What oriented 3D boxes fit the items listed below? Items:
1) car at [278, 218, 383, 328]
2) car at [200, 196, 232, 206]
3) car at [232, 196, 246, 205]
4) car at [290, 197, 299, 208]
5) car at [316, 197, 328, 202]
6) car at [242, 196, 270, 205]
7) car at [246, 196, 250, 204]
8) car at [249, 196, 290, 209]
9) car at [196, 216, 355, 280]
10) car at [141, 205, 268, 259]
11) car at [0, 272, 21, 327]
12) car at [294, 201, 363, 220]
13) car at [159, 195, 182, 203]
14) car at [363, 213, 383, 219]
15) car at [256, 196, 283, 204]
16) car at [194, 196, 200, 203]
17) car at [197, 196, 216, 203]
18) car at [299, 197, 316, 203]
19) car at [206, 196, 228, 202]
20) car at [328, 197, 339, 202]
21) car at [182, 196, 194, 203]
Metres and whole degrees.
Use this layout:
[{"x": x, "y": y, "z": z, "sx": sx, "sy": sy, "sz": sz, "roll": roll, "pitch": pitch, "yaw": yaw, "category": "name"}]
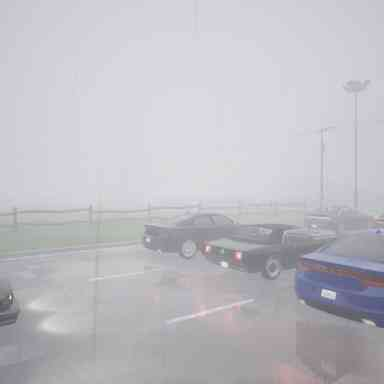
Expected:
[{"x": 4.190, "y": 1.478, "z": 6.743, "sx": 5.008, "sy": 1.535, "sz": 1.882, "roll": 0, "pitch": 0, "yaw": -36, "category": "car"}, {"x": 3.818, "y": 1.564, "z": 53.402, "sx": 1.994, "sy": 1.385, "sz": 4.181, "roll": 0, "pitch": 0, "yaw": -36, "category": "car"}, {"x": 6.248, "y": 1.504, "z": 56.006, "sx": 1.837, "sy": 1.490, "sz": 4.892, "roll": 0, "pitch": 0, "yaw": -36, "category": "car"}, {"x": 12.350, "y": 1.601, "z": 47.657, "sx": 1.895, "sy": 1.301, "sz": 4.718, "roll": 0, "pitch": 0, "yaw": -36, "category": "car"}, {"x": 18.064, "y": 1.526, "z": 51.722, "sx": 1.812, "sy": 1.442, "sz": 4.674, "roll": 0, "pitch": 0, "yaw": -36, "category": "car"}, {"x": 11.547, "y": 1.488, "z": 60.643, "sx": 2.128, "sy": 1.511, "sz": 4.902, "roll": 0, "pitch": 0, "yaw": -36, "category": "car"}, {"x": 8.731, "y": 1.504, "z": 58.544, "sx": 1.837, "sy": 1.490, "sz": 4.892, "roll": 0, "pitch": 0, "yaw": -36, "category": "car"}, {"x": 10.326, "y": 1.526, "z": 44.500, "sx": 1.812, "sy": 1.442, "sz": 4.674, "roll": 0, "pitch": 0, "yaw": -36, "category": "car"}, {"x": 2.664, "y": 1.601, "z": 9.956, "sx": 4.718, "sy": 1.301, "sz": 1.895, "roll": 0, "pitch": 0, "yaw": -35, "category": "car"}, {"x": 0.529, "y": 1.478, "z": 12.731, "sx": 5.008, "sy": 1.535, "sz": 1.882, "roll": 0, "pitch": 0, "yaw": -36, "category": "car"}, {"x": -5.285, "y": 1.547, "z": 4.272, "sx": 5.357, "sy": 1.411, "sz": 2.033, "roll": 0, "pitch": 0, "yaw": -35, "category": "car"}, {"x": 8.122, "y": 1.492, "z": 18.180, "sx": 4.902, "sy": 1.511, "sz": 2.128, "roll": 0, "pitch": 0, "yaw": -36, "category": "car"}, {"x": -4.581, "y": 1.352, "z": 64.945, "sx": 2.097, "sy": 1.767, "sz": 4.553, "roll": 0, "pitch": 0, "yaw": -36, "category": "car"}, {"x": 10.167, "y": 1.505, "z": 15.339, "sx": 4.892, "sy": 1.490, "sz": 1.837, "roll": 0, "pitch": 0, "yaw": -36, "category": "car"}, {"x": 14.512, "y": 1.491, "z": 62.534, "sx": 2.128, "sy": 1.511, "sz": 4.902, "roll": 0, "pitch": 0, "yaw": -36, "category": "car"}, {"x": 0.889, "y": 1.476, "z": 69.403, "sx": 1.882, "sy": 1.535, "sz": 5.008, "roll": 0, "pitch": 0, "yaw": -36, "category": "car"}, {"x": 3.155, "y": 1.550, "z": 72.232, "sx": 1.994, "sy": 1.385, "sz": 4.181, "roll": 0, "pitch": 0, "yaw": -36, "category": "car"}, {"x": 15.295, "y": 1.491, "z": 49.560, "sx": 2.128, "sy": 1.511, "sz": 4.902, "roll": 0, "pitch": 0, "yaw": -36, "category": "car"}, {"x": 5.572, "y": 1.533, "z": 74.856, "sx": 2.033, "sy": 1.411, "sz": 5.357, "roll": 0, "pitch": 0, "yaw": -36, "category": "car"}, {"x": 21.330, "y": 1.504, "z": 53.173, "sx": 1.837, "sy": 1.490, "sz": 4.892, "roll": 0, "pitch": 0, "yaw": -36, "category": "car"}, {"x": -2.302, "y": 1.601, "z": 67.822, "sx": 1.895, "sy": 1.301, "sz": 4.718, "roll": 0, "pitch": 0, "yaw": -36, "category": "car"}]
